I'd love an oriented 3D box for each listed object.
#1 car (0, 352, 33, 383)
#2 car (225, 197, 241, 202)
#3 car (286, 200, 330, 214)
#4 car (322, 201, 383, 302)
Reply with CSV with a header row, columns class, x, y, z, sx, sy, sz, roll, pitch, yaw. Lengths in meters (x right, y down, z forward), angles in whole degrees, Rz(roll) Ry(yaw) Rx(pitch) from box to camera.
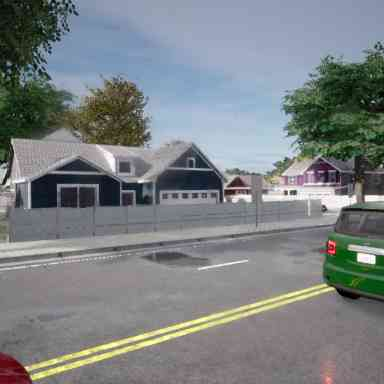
class,x,y,z,sx,sy,sz,roll,pitch,yaw
car,-3.244,1.476,1.128,5.008,1.535,1.882,0,0,-35
car,6.255,1.438,46.545,2.097,1.767,4.553,-1,0,-31
car,12.646,1.574,36.443,1.994,1.385,4.181,-1,0,-34
car,5.144,1.209,7.149,5.566,2.045,2.150,0,0,-35
